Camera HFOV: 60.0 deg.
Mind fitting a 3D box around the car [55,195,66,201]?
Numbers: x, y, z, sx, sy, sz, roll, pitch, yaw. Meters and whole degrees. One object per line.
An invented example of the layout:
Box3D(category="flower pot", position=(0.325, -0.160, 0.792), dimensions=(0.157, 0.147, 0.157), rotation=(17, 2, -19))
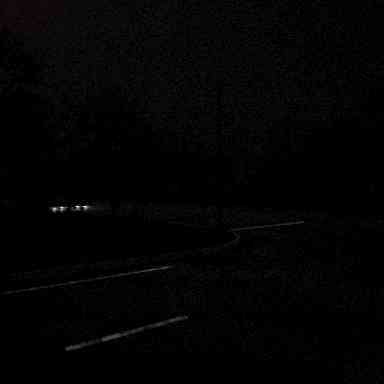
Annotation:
Box3D(category="car", position=(-34.369, 1.542, 86.713), dimensions=(1.882, 1.535, 5.008), rotation=(-1, 0, -31))

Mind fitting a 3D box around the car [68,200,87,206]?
Box3D(category="car", position=(-18.573, 1.553, 53.206), dimensions=(2.033, 1.411, 5.357), rotation=(-1, 0, -39))

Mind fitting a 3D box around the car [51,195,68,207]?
Box3D(category="car", position=(-21.298, 1.512, 51.009), dimensions=(2.128, 1.511, 4.902), rotation=(-1, 0, -39))
